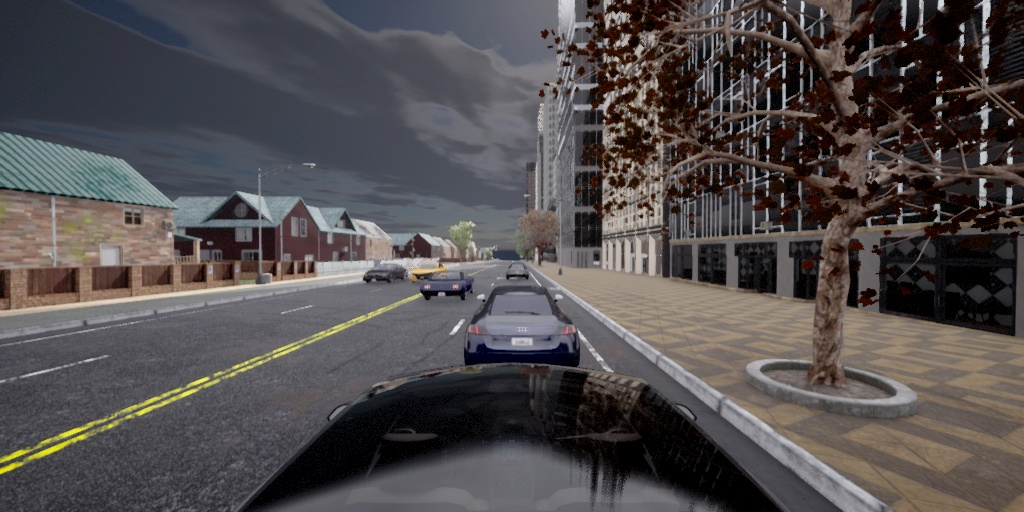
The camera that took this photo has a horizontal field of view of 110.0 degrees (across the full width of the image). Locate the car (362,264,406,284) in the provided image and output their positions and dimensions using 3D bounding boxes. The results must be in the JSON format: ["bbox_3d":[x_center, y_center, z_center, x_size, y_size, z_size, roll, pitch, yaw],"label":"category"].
[{"bbox_3d":[-9.527,1.294,27.479,2.033,1.411,5.357,0,0,1],"label":"car"}]

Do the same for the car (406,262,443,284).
[{"bbox_3d":[-6.265,1.224,27.537,1.882,1.535,5.008,0,0,1],"label":"car"}]

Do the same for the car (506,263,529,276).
[{"bbox_3d":[0.478,1.314,31.713,1.994,1.385,4.181,0,0,1],"label":"car"}]

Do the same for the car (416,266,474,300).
[{"bbox_3d":[-2.955,1.343,17.436,1.895,1.301,4.718,0,0,1],"label":"car"}]

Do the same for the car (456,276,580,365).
[{"bbox_3d":[0.174,1.309,7.618,1.994,1.385,4.181,0,0,0],"label":"car"}]
